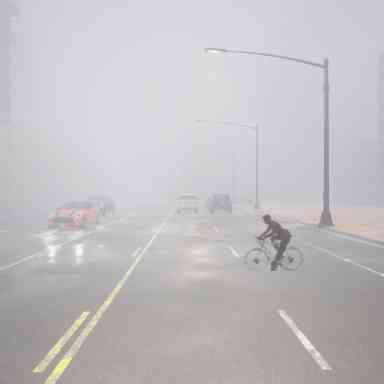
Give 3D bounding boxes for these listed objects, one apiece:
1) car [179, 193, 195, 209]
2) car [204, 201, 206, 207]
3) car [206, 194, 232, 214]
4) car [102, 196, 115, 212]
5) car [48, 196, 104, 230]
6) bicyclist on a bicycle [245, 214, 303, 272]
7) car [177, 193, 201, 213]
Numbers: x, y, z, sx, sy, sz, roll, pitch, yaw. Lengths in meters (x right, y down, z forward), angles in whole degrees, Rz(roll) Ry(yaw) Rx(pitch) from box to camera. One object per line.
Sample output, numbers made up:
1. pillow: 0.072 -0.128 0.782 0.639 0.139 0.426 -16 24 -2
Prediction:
1. car: -0.683 1.221 47.536 2.150 2.045 5.566 0 0 -1
2. car: 2.805 1.547 46.747 2.033 1.411 5.357 0 0 -1
3. car: 3.014 1.221 36.092 2.150 2.045 5.566 0 0 -1
4. car: -7.421 1.009 26.235 2.097 1.767 4.553 0 0 -1
5. car: -7.429 1.351 21.280 2.097 1.767 4.553 0 0 -1
6. bicyclist on a bicycle: 2.286 1.454 9.368 1.656 1.620 0.582 -2 0 -1
7. car: -0.500 1.221 36.943 2.150 2.045 5.566 0 0 -1
